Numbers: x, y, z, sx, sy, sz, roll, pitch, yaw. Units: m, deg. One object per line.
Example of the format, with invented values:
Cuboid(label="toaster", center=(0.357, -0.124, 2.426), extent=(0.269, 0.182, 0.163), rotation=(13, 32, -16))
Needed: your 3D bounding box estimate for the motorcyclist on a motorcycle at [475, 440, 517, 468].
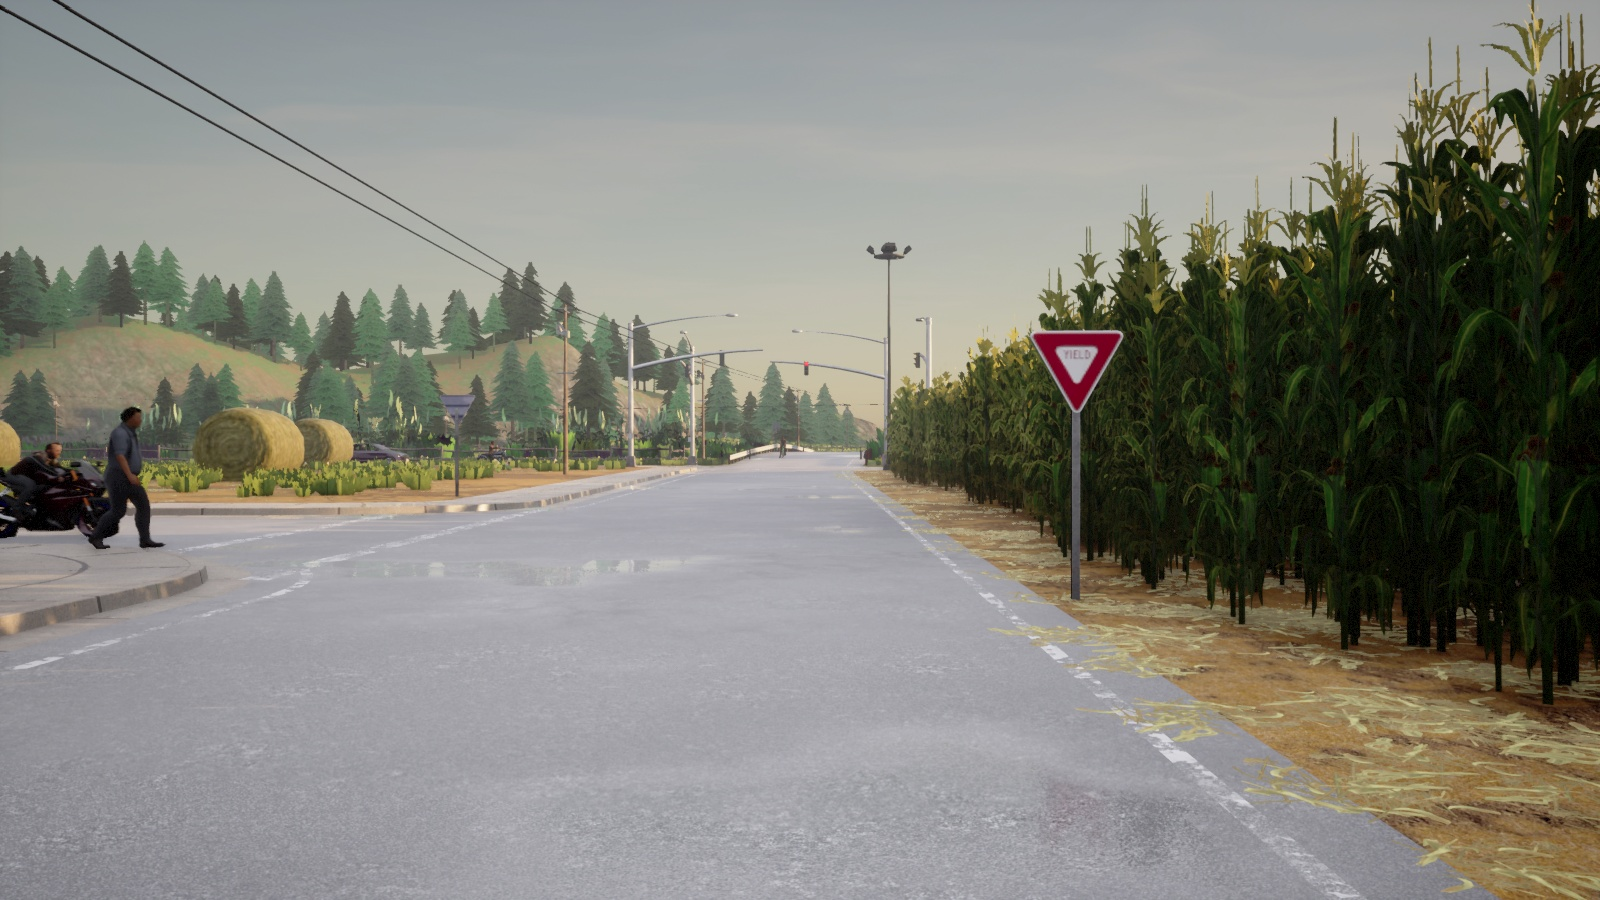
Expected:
Cuboid(label="motorcyclist on a motorcycle", center=(-18.294, 0.220, 75.628), extent=(2.350, 1.649, 0.766), rotation=(0, 0, 3))

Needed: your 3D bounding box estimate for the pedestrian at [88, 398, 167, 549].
Cuboid(label="pedestrian", center=(-8.335, 0.287, 15.589), extent=(0.694, 1.848, 0.540), rotation=(0, 0, -3))

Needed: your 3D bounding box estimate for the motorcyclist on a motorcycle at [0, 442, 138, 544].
Cuboid(label="motorcyclist on a motorcycle", center=(-11.480, 0.637, 19.257), extent=(2.191, 1.530, 0.866), rotation=(0, 0, -1))

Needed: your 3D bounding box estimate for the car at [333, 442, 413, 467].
Cuboid(label="car", center=(-25.853, 0.275, 76.062), extent=(4.193, 1.474, 1.816), rotation=(0, 0, 3))
